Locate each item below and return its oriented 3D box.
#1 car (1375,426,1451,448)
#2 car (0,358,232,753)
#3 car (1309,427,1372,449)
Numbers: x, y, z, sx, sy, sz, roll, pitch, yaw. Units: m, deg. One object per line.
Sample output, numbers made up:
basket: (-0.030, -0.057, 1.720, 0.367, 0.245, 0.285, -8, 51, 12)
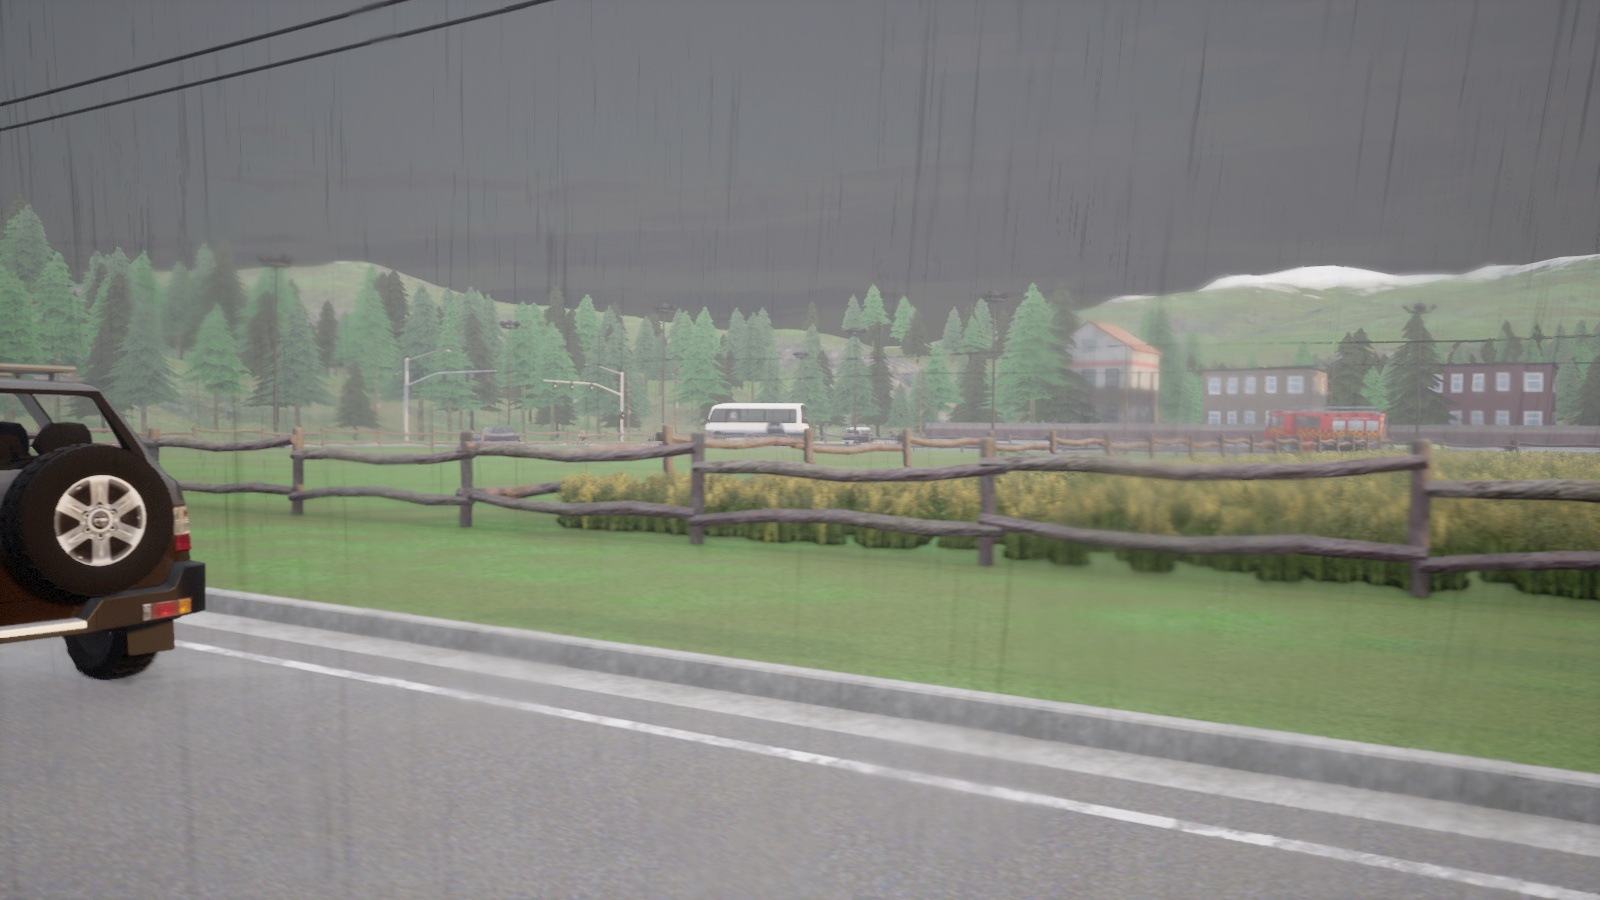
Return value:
car: (42.544, -0.913, 87.220, 4.514, 1.525, 2.007, 0, 1, 34)
car: (-5.562, 0.488, 7.314, 4.605, 1.855, 1.932, 0, 1, 34)
car: (37.248, -0.829, 86.560, 3.705, 1.549, 1.789, 0, 1, 34)
